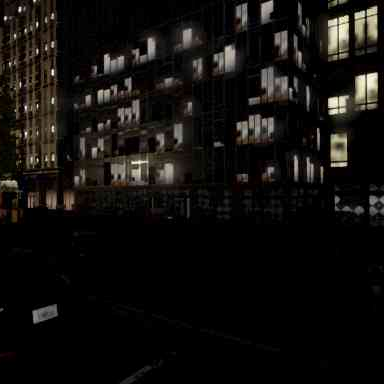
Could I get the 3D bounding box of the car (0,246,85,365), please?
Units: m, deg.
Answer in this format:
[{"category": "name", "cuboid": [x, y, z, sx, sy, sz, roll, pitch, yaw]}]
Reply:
[{"category": "car", "cuboid": [-3.538, 1.566, 5.395, 4.313, 1.339, 1.947, 0, 0, 35]}]
